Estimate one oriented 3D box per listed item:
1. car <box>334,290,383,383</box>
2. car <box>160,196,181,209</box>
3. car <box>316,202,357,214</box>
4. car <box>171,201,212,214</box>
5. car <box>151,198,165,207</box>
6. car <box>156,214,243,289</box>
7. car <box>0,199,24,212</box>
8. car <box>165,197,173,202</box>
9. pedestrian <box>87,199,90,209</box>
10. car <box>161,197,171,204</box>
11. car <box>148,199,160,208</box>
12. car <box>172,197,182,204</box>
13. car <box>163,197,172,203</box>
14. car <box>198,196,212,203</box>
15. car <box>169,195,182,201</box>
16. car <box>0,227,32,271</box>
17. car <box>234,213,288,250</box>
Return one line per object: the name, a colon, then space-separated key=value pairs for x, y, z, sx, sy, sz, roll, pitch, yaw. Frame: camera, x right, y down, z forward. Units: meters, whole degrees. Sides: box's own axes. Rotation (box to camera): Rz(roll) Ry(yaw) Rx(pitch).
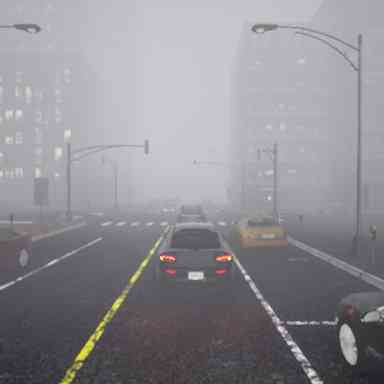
car: x=2.801 y=1.563 z=2.928 sx=2.008 sy=1.369 sz=4.403 roll=-1 pitch=0 yaw=0
car: x=-3.212 y=1.757 z=50.219 sx=2.033 sy=1.411 sz=5.357 roll=0 pitch=0 yaw=0
car: x=16.225 y=1.787 z=37.382 sx=4.403 sy=1.369 sz=2.008 roll=0 pitch=0 yaw=1
car: x=-0.111 y=1.582 z=21.846 sx=2.128 sy=1.511 sz=4.902 roll=0 pitch=0 yaw=-2
car: x=-5.840 y=1.808 z=57.805 sx=1.947 sy=1.339 sz=4.313 roll=-1 pitch=0 yaw=0
car: x=0.077 y=1.564 z=9.132 sx=1.812 sy=1.442 sz=4.674 roll=0 pitch=0 yaw=0
car: x=-21.752 y=1.442 z=37.790 sx=4.829 sy=1.417 sz=1.752 roll=0 pitch=0 yaw=1
car: x=-5.908 y=1.908 z=86.077 sx=1.887 sy=1.381 sz=4.507 roll=-1 pitch=0 yaw=0
pedestrian: x=-12.646 y=1.379 z=40.658 sx=0.375 sy=1.300 sz=0.375 roll=0 pitch=0 yaw=1
car: x=-5.881 y=1.860 z=74.768 sx=1.887 sy=1.381 sz=4.507 roll=-1 pitch=0 yaw=0
car: x=-5.827 y=1.743 z=51.981 sx=1.752 sy=1.417 sz=4.829 roll=-1 pitch=0 yaw=0
car: x=-3.168 y=1.796 z=70.368 sx=1.837 sy=1.490 sz=4.892 roll=0 pitch=0 yaw=0
car: x=-5.894 y=1.921 z=80.422 sx=1.802 sy=1.307 sz=4.206 roll=-1 pitch=0 yaw=0
car: x=2.539 y=1.793 z=57.825 sx=2.008 sy=1.369 sz=4.403 roll=-1 pitch=0 yaw=0
car: x=-3.216 y=1.744 z=60.171 sx=2.128 sy=1.511 sz=4.902 roll=0 pitch=0 yaw=0
car: x=-5.852 y=1.581 z=8.609 sx=1.887 sy=1.381 sz=4.507 roll=-1 pitch=0 yaw=0
car: x=2.773 y=1.585 z=14.386 sx=1.752 sy=1.417 sz=4.829 roll=-1 pitch=0 yaw=0
